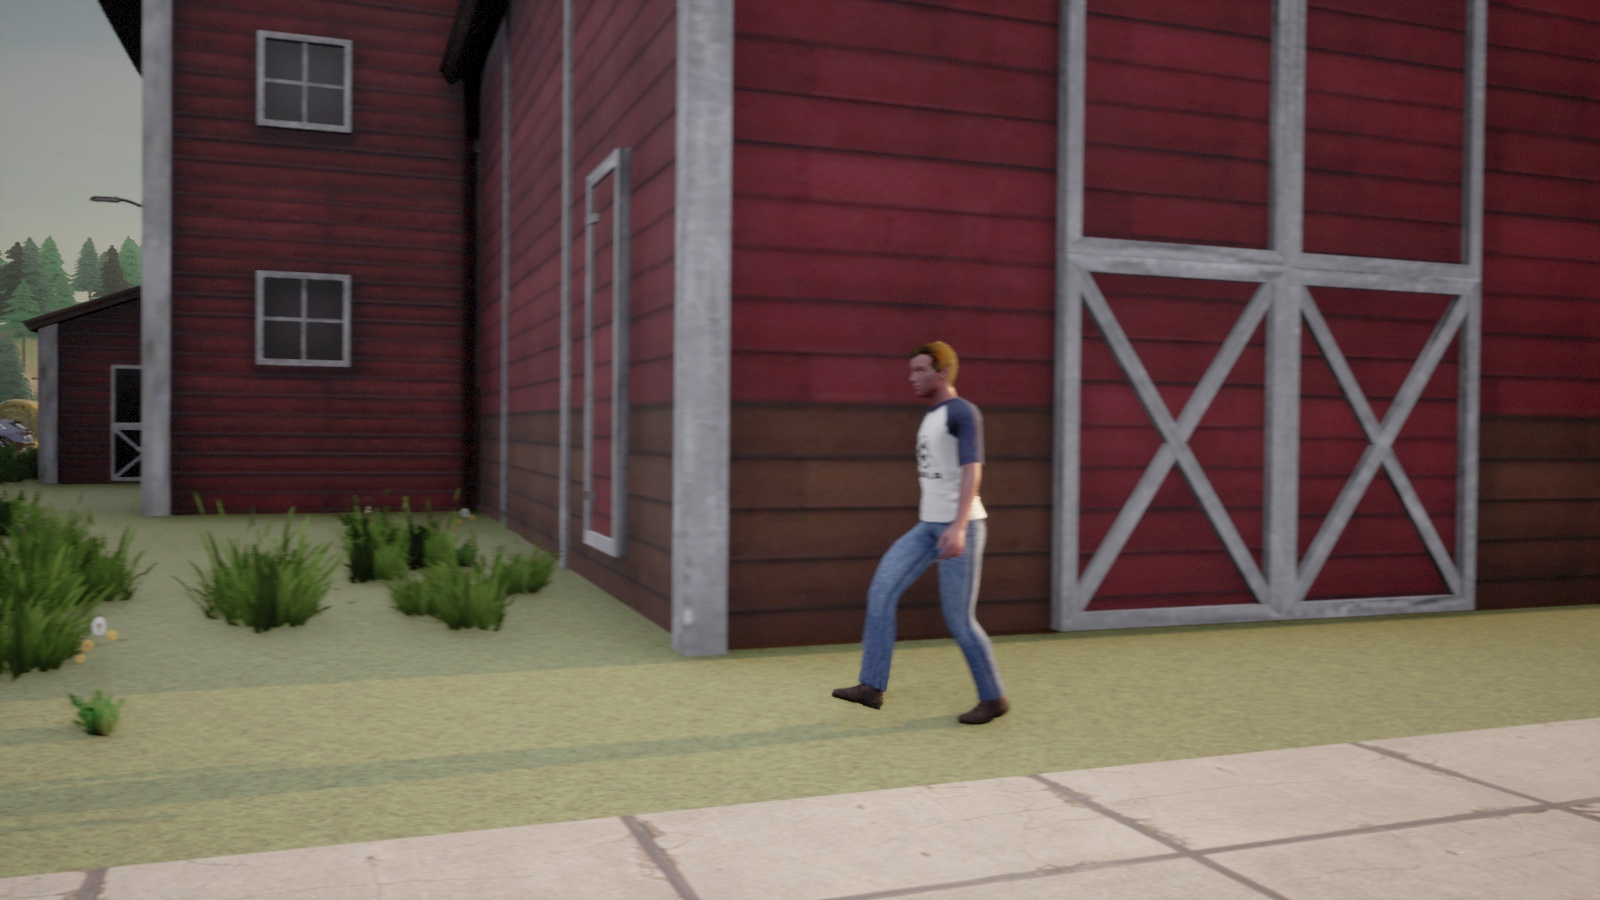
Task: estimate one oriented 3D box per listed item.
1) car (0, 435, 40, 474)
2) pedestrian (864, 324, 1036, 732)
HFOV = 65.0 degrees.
[{"bbox_3d":[-35.311,0.210,53.363,4.856,1.649,2.033,-1,1,-21],"label":"car"},{"bbox_3d":[0.704,0.345,5.921,0.706,1.836,0.354,-1,1,-19],"label":"pedestrian"}]
